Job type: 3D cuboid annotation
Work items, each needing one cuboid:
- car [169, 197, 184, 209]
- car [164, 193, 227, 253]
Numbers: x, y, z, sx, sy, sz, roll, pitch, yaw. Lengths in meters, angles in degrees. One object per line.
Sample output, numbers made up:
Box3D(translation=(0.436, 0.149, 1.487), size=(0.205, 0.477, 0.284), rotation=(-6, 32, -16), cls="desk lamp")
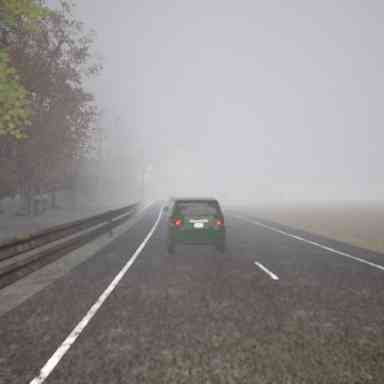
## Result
Box3D(translation=(-2.141, 1.419, 43.736), size=(1.837, 1.490, 4.892), rotation=(0, 0, -4), cls="car")
Box3D(translation=(0.034, 1.201, 13.864), size=(2.150, 2.045, 5.566), rotation=(0, 0, -4), cls="car")
